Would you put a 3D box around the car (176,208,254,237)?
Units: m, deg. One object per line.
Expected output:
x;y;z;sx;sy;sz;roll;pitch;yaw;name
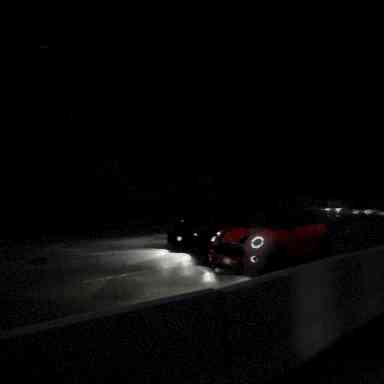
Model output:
1.470;1.675;19.377;1.895;1.301;4.718;0;0;45;car

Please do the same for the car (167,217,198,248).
0.986;1.613;14.152;4.181;1.385;1.994;0;0;-43;car

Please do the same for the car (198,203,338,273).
2.664;1.385;10.987;4.553;1.767;2.097;0;0;-42;car

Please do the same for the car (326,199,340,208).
22.592;1.818;53.509;1.812;1.442;4.674;0;0;19;car

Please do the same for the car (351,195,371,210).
24.435;1.461;48.211;2.150;2.045;5.566;0;0;21;car
